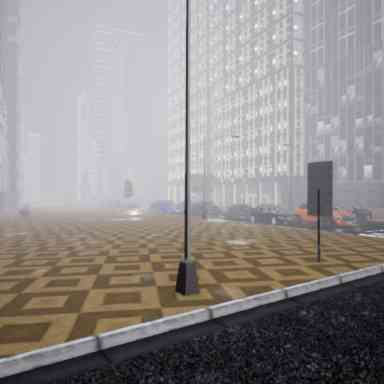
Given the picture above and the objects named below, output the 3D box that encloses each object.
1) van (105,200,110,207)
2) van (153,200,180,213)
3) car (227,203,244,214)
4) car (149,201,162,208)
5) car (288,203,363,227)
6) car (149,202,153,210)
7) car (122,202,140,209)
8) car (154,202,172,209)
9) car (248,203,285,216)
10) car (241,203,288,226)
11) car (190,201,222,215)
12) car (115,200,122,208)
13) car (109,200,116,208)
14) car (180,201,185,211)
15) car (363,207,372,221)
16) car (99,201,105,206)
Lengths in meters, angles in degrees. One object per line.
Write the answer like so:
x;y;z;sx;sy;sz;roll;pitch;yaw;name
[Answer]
-18.282;2.631;76.597;1.690;1.788;3.998;-1;-1;-26;van
-3.638;2.002;46.196;1.690;1.788;3.998;-1;-1;-26;van
6.357;2.164;44.762;1.947;1.339;4.313;-1;-1;-26;car
-8.287;2.804;75.165;1.802;1.307;4.206;-1;-1;-26;car
9.688;1.575;24.478;2.097;1.767;4.553;0;-1;-25;car
-5.761;2.388;56.834;1.882;1.535;5.008;0;-1;-26;car
-10.956;2.522;61.394;2.008;1.369;4.403;-1;-1;-26;car
-5.602;2.589;63.416;1.895;1.301;4.718;0;-1;-26;car
8.797;2.064;39.695;1.947;1.339;4.313;-1;-1;-26;car
6.129;1.811;25.924;2.008;1.369;4.403;-1;-1;-26;car
1.837;1.896;40.844;2.097;1.767;4.553;0;-1;-26;car
-13.324;2.598;66.309;1.752;1.417;4.829;-1;-1;-26;car
-15.838;2.727;71.529;1.887;1.381;4.507;-1;-1;-26;car
-1.123;2.304;54.194;1.837;1.490;4.892;0;-1;-24;car
13.679;1.850;29.561;2.008;1.369;4.403;-1;-1;-26;car
-23.159;3.049;86.729;1.887;1.381;4.507;-1;-1;-26;car
